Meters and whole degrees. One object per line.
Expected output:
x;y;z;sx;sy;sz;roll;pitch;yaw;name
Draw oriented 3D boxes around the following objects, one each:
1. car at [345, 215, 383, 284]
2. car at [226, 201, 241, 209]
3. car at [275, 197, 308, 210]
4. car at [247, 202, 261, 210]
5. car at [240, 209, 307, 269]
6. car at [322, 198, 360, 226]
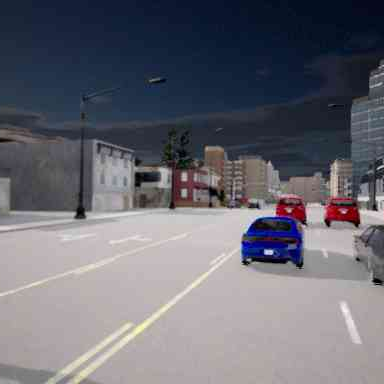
5.894;1.661;9.540;2.033;1.411;5.357;0;0;19;car
7.265;2.260;57.801;1.837;1.490;4.892;0;-2;19;car
7.708;1.429;25.886;2.150;2.045;5.566;0;0;19;car
10.630;2.337;56.831;1.994;1.385;4.181;0;-2;19;car
3.001;1.590;11.883;1.882;1.535;5.008;0;0;19;car
11.035;1.439;24.796;2.150;2.045;5.566;0;0;19;car
